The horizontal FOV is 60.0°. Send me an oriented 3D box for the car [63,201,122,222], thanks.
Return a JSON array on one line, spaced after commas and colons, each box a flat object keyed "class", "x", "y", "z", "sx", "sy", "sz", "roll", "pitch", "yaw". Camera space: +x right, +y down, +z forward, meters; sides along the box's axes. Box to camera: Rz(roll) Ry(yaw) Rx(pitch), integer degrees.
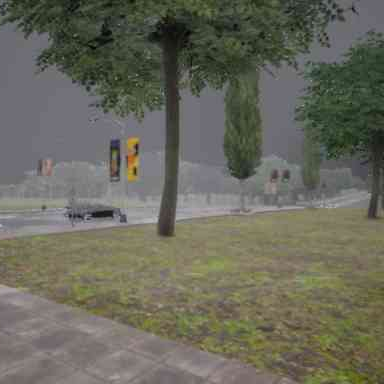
[{"class": "car", "x": -7.784, "y": 1.502, "z": 26.508, "sx": 2.128, "sy": 1.511, "sz": 4.902, "roll": 1, "pitch": 0, "yaw": 36}]
